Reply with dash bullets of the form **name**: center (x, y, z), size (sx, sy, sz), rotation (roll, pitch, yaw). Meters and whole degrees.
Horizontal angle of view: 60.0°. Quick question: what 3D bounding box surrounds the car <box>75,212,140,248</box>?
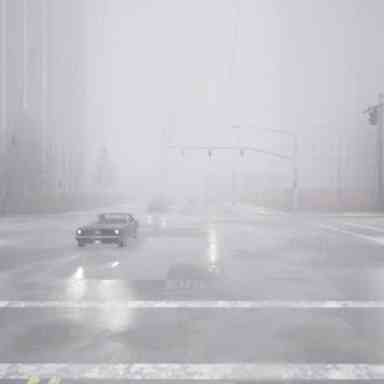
- **car**: center (-3.602, 1.606, 14.902), size (1.895, 1.301, 4.718), rotation (0, 0, 0)

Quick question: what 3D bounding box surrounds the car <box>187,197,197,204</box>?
- **car**: center (-0.005, 1.586, 65.050), size (1.994, 1.385, 4.181), rotation (0, 0, 0)

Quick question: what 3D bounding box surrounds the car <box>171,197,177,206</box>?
- **car**: center (-3.585, 1.582, 54.714), size (1.994, 1.385, 4.181), rotation (0, 0, 0)

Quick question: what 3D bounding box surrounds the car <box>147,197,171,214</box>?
- **car**: center (-3.601, 1.517, 35.775), size (1.837, 1.490, 4.892), rotation (0, 0, 0)

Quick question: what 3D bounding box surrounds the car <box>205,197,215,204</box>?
- **car**: center (3.495, 1.623, 65.080), size (1.895, 1.301, 4.718), rotation (0, 0, 0)
